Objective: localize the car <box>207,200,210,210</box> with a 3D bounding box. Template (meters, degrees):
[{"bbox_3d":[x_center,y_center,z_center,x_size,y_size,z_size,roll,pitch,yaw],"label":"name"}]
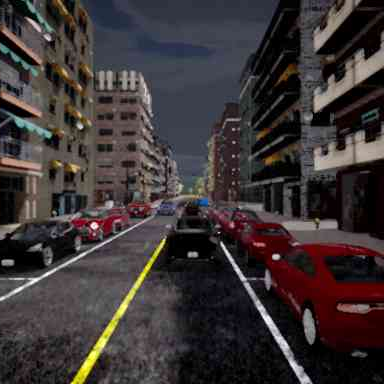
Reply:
[{"bbox_3d":[2.558,1.729,28.574,1.967,1.590,4.097,0,-1,0],"label":"car"}]

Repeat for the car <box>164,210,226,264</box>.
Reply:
[{"bbox_3d":[0.043,1.633,12.355,1.837,1.490,4.892,0,0,0],"label":"car"}]

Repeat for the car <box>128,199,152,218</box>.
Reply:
[{"bbox_3d":[-5.325,1.660,34.168,2.192,1.841,5.009,0,-1,0],"label":"car"}]

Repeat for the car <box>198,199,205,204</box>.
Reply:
[{"bbox_3d":[2.543,2.441,89.009,1.947,1.339,4.313,0,-1,0],"label":"car"}]

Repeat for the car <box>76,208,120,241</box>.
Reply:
[{"bbox_3d":[-5.320,1.618,17.384,1.967,1.590,4.097,0,-1,0],"label":"car"}]

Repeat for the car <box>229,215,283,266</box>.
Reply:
[{"bbox_3d":[2.562,1.703,11.791,1.802,1.307,4.206,0,-1,0],"label":"car"}]

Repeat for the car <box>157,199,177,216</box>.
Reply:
[{"bbox_3d":[-2.806,1.737,38.229,2.097,1.767,4.553,0,-1,1],"label":"car"}]

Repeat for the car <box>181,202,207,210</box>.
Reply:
[{"bbox_3d":[0.045,1.810,28.078,1.812,1.442,4.674,0,0,0],"label":"car"}]

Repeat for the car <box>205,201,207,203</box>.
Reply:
[{"bbox_3d":[2.556,1.889,34.168,1.887,1.381,4.507,0,-1,0],"label":"car"}]

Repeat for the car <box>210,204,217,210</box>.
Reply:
[{"bbox_3d":[2.559,1.674,22.980,1.967,1.590,4.097,0,-1,0],"label":"car"}]

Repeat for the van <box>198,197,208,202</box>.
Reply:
[{"bbox_3d":[2.547,2.057,72.210,1.690,1.788,3.998,0,-1,0],"label":"van"}]

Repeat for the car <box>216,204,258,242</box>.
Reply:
[{"bbox_3d":[2.560,1.617,17.386,1.967,1.590,4.097,0,-1,0],"label":"car"}]

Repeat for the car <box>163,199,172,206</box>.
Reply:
[{"bbox_3d":[-5.300,2.300,72.368,1.802,1.307,4.206,0,-1,0],"label":"car"}]

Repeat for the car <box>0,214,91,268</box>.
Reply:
[{"bbox_3d":[-5.319,1.687,11.789,1.947,1.339,4.313,0,-1,0],"label":"car"}]

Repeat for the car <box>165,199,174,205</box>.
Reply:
[{"bbox_3d":[-5.302,2.316,77.956,1.887,1.381,4.507,0,-1,0],"label":"car"}]

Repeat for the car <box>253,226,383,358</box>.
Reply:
[{"bbox_3d":[2.563,1.609,6.198,1.887,1.381,4.507,0,-1,0],"label":"car"}]

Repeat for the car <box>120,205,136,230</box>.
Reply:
[{"bbox_3d":[-5.321,1.816,22.977,1.802,1.307,4.206,0,-1,0],"label":"car"}]
